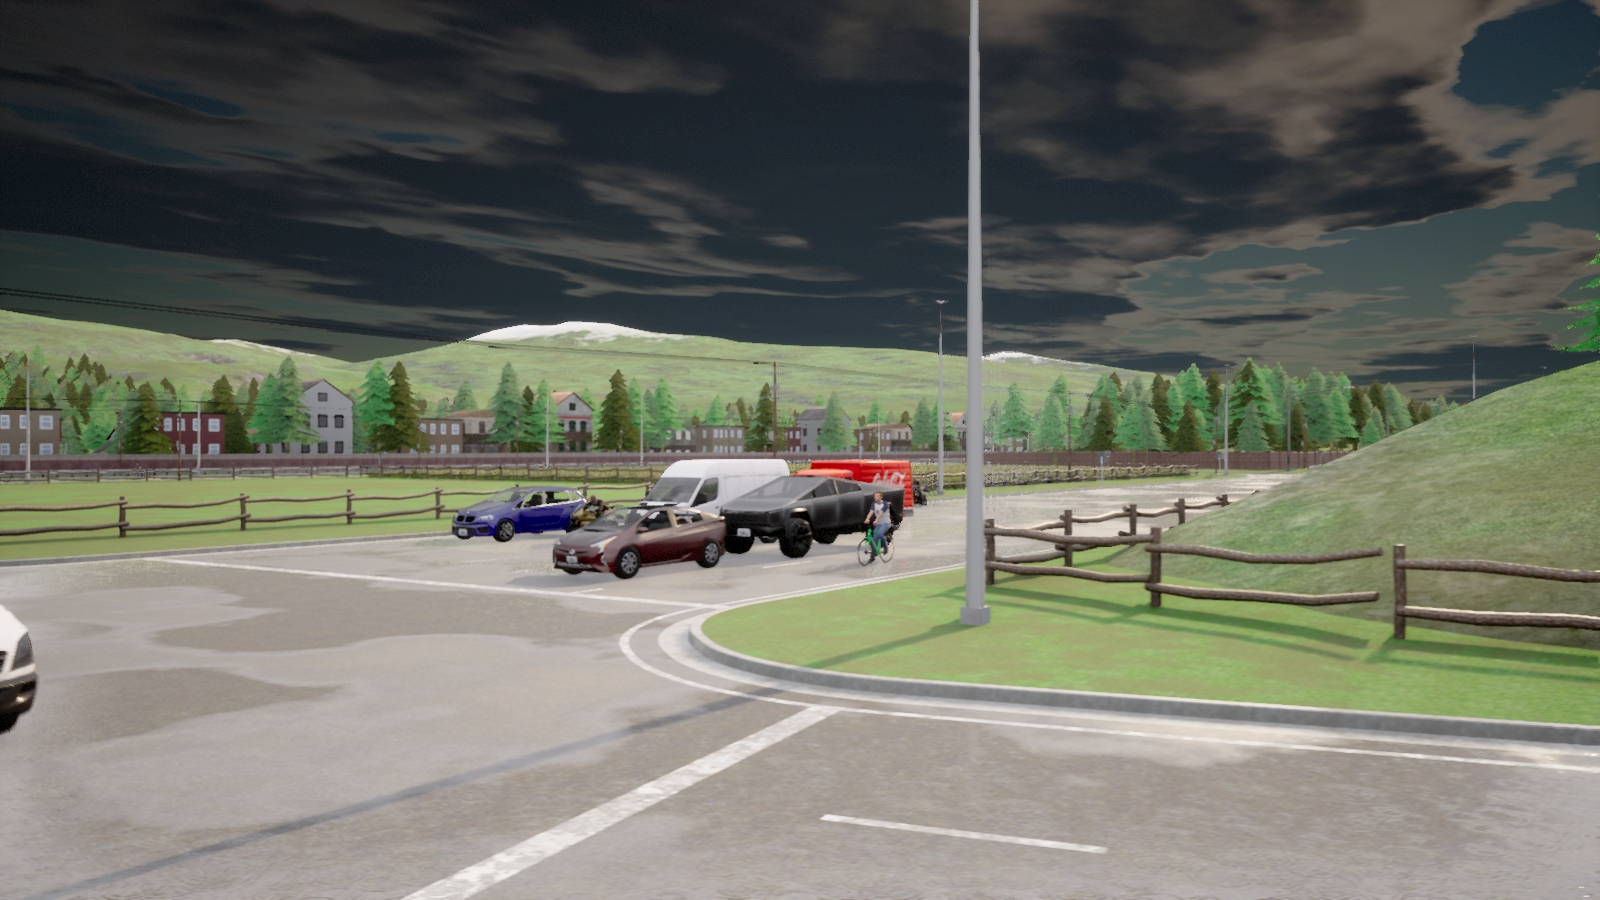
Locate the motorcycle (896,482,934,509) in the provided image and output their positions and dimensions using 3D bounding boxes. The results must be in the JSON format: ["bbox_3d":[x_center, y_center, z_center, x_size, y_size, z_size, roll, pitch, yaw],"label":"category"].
[{"bbox_3d":[5.709,2.240,56.743,0.867,1.251,2.209,0,0,37],"label":"motorcycle"}]

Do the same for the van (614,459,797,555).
[{"bbox_3d":[-2.649,1.568,33.884,1.988,2.561,5.915,0,0,37],"label":"van"}]

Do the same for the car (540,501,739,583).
[{"bbox_3d":[-3.640,2.069,26.674,2.007,1.525,4.514,0,0,36],"label":"car"}]

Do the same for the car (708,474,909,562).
[{"bbox_3d":[0.405,1.780,32.113,2.390,2.098,6.274,0,0,37],"label":"car"}]

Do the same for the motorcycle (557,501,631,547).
[{"bbox_3d":[-6.266,2.246,34.879,0.867,1.251,2.209,0,0,37],"label":"motorcycle"}]

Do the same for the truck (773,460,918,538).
[{"bbox_3d":[1.672,1.596,39.825,2.627,2.467,5.204,0,0,36],"label":"truck"}]

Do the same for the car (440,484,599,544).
[{"bbox_3d":[-9.013,2.015,37.049,2.242,1.667,4.611,0,0,37],"label":"car"}]

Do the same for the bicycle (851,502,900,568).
[{"bbox_3d":[1.881,2.076,28.239,0.373,1.496,1.643,0,0,37],"label":"bicycle"}]

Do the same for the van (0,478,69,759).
[{"bbox_3d":[-10.165,1.564,11.425,5.915,2.561,1.988,0,0,26],"label":"van"}]
